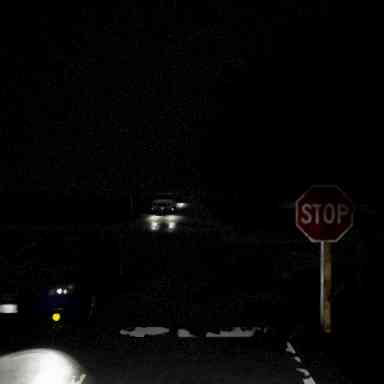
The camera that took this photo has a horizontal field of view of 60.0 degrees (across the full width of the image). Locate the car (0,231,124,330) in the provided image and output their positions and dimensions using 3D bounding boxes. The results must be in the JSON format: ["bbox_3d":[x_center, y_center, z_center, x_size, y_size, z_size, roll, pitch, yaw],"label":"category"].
[{"bbox_3d":[-2.732,1.551,6.947,1.994,1.385,4.181,0,0,0],"label":"car"}]

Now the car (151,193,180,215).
[{"bbox_3d":[-2.685,1.104,32.909,2.150,2.045,5.566,0,1,0],"label":"car"}]

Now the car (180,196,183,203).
[{"bbox_3d":[-2.636,1.253,58.099,1.895,1.301,4.718,0,0,0],"label":"car"}]
